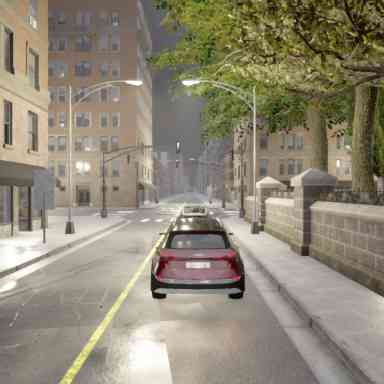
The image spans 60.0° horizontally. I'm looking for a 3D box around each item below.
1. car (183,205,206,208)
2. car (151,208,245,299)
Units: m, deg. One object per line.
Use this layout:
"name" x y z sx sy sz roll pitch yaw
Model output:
"car" 0.135 1.503 18.295 1.837 1.490 4.892 0 0 0
"car" 0.117 1.430 8.448 2.033 1.649 4.856 0 0 0
